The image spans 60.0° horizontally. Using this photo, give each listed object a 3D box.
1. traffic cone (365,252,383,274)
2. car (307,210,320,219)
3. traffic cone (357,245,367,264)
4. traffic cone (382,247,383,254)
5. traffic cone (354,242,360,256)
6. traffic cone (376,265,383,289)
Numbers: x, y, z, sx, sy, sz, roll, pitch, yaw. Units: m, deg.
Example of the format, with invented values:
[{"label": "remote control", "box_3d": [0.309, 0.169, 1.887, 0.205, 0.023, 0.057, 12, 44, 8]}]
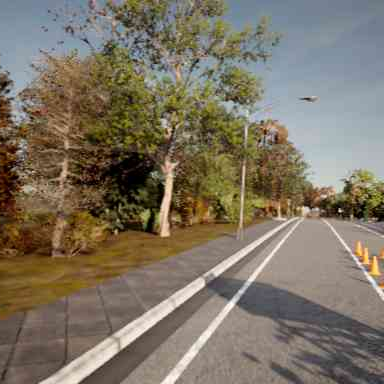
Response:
[{"label": "traffic cone", "box_3d": [5.978, 2.376, 10.900, 0.340, 0.580, 0.340, 3, -1, 20]}, {"label": "car", "box_3d": [22.626, 4.087, 61.885, 2.097, 1.767, 4.553, 3, -3, 20]}, {"label": "traffic cone", "box_3d": [6.664, 2.437, 12.778, 0.340, 0.580, 0.340, 3, -1, 20]}, {"label": "traffic cone", "box_3d": [8.287, 2.541, 14.312, 0.340, 0.580, 0.340, 3, -1, 20]}, {"label": "traffic cone", "box_3d": [7.351, 2.499, 14.655, 0.340, 0.580, 0.340, 3, -1, 20]}, {"label": "traffic cone", "box_3d": [5.292, 2.315, 9.023, 0.340, 0.580, 0.340, 3, -1, 20]}]
